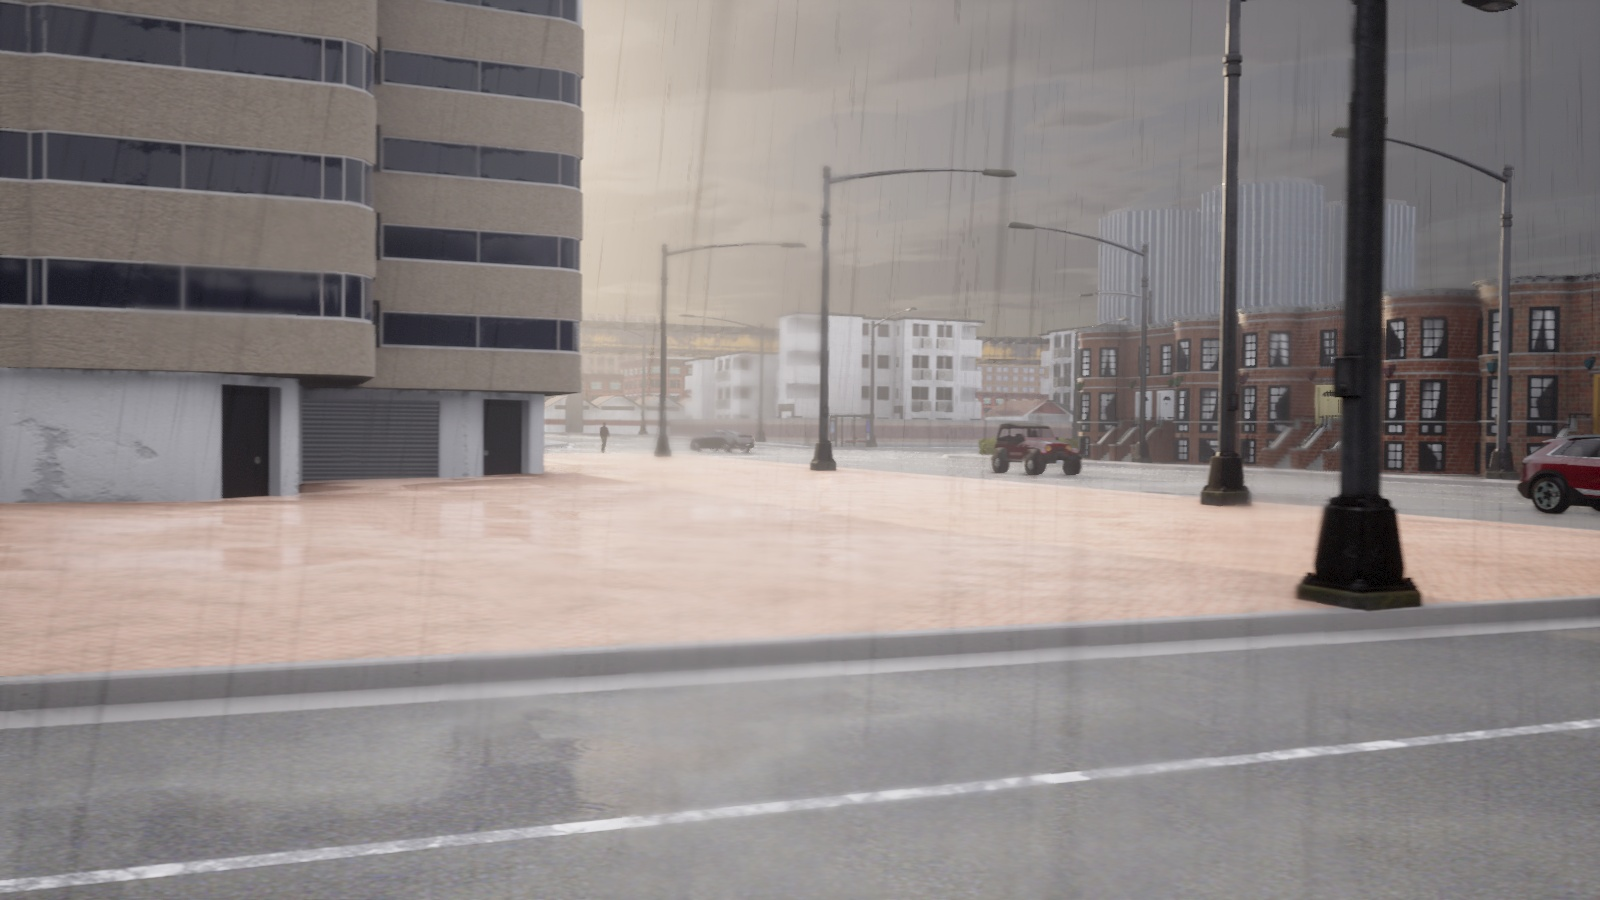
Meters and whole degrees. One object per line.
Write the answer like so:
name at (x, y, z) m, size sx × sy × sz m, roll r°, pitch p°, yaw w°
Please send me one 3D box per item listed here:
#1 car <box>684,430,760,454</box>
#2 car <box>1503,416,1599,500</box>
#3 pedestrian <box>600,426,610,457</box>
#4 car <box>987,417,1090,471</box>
car at (-5.136, -0.499, 82.377) m, size 4.902 × 1.511 × 2.128 m, roll 0°, pitch 1°, yaw 41°
car at (16.674, 0.147, 24.644) m, size 2.033 × 1.649 × 4.856 m, roll -1°, pitch 1°, yaw -21°
pedestrian at (-11.832, -0.529, 76.191) m, size 0.431 × 1.840 × 0.703 m, roll -1°, pitch 1°, yaw -27°
car at (8.614, -0.242, 45.652) m, size 1.905 × 1.878 × 3.866 m, roll -1°, pitch 1°, yaw -21°
